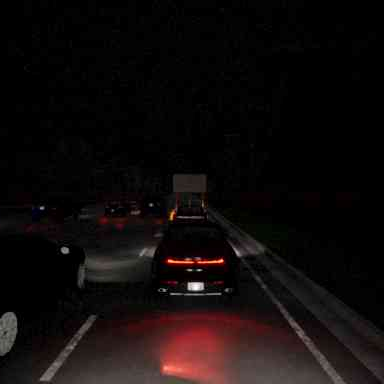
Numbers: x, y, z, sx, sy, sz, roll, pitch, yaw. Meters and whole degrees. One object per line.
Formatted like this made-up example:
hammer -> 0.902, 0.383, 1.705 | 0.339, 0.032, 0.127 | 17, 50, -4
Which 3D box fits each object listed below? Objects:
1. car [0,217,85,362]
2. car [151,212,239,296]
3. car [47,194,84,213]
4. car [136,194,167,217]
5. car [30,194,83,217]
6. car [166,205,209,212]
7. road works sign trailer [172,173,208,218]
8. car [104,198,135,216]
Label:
car -> -3.426, 1.478, 5.883 | 1.882, 1.535, 5.008 | 0, 0, 0
car -> 0.054, 1.505, 8.600 | 1.837, 1.490, 4.892 | 0, 0, 0
car -> -14.175, 1.219, 37.705 | 2.150, 2.045, 5.566 | 0, -1, 0
car -> -3.627, 1.225, 31.947 | 2.150, 2.045, 5.566 | 0, 0, 0
car -> -10.578, 1.224, 26.082 | 2.150, 2.045, 5.566 | 0, 0, -1
car -> -0.044, 1.489, 18.986 | 2.128, 1.511, 4.902 | 1, 0, 1
road works sign trailer -> -0.169, 0.466, 22.856 | 2.380, 3.560, 2.880 | 0, 0, -3
car -> -7.127, 1.528, 32.228 | 1.812, 1.442, 4.674 | 0, -1, 0
